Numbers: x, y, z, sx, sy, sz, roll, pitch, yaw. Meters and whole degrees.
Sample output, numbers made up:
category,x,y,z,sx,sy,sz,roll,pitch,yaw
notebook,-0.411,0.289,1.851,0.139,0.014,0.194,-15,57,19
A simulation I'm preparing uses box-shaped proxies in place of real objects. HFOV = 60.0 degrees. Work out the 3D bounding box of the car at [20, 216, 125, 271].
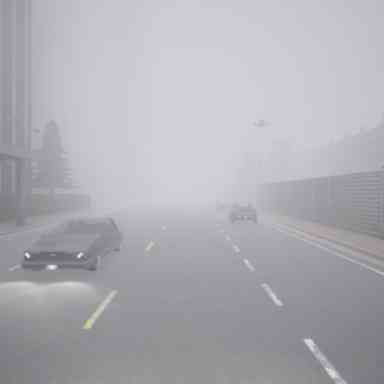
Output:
category,x,y,z,sx,sy,sz,roll,pitch,yaw
car,-3.582,1.546,11.180,2.033,1.411,5.357,0,0,0

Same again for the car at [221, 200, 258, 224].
category,x,y,z,sx,sy,sz,roll,pitch,yaw
car,3.590,1.486,24.600,2.128,1.511,4.902,0,0,0

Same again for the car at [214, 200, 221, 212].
category,x,y,z,sx,sy,sz,roll,pitch,yaw
car,3.590,1.591,38.397,1.895,1.301,4.718,0,0,0
